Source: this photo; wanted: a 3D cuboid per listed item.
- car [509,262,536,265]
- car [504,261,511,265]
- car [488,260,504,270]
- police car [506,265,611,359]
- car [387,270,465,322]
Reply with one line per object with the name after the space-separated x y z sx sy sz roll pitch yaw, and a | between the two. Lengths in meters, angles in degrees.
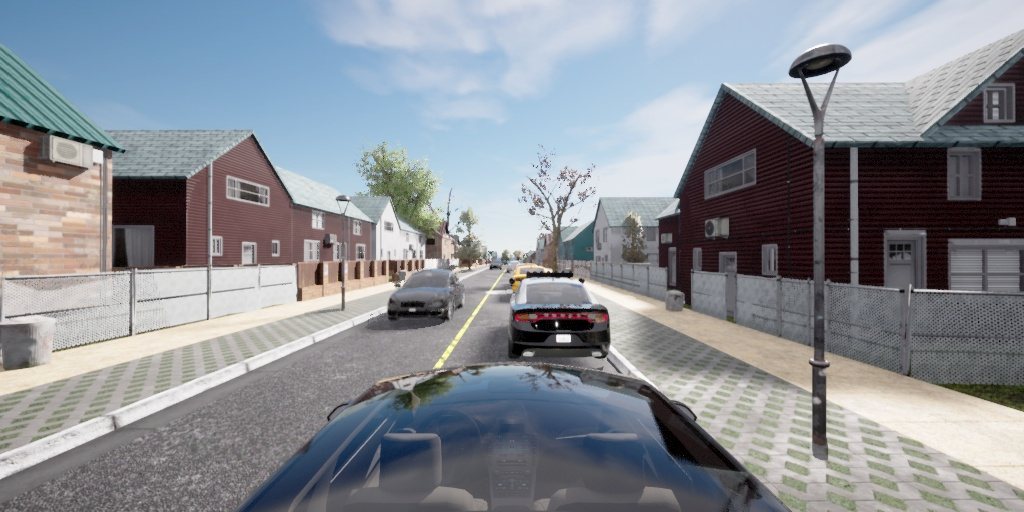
0.948 1.237 18.458 1.882 1.535 5.008 0 0 0 | car
0.345 1.380 45.725 1.812 1.442 4.674 0 0 1 | car
-2.469 1.415 54.540 1.837 1.490 4.892 0 -1 0 | car
0.879 1.176 8.567 1.930 1.638 5.238 0 0 0 | police car
-2.769 1.256 12.448 1.837 1.490 4.892 0 0 0 | car
